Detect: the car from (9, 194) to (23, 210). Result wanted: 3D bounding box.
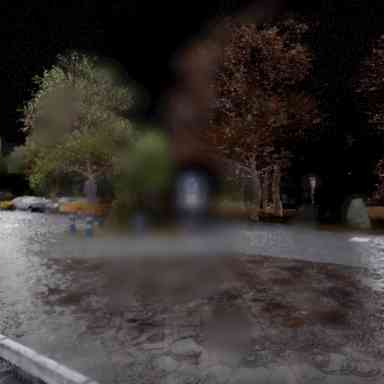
[{"bbox_3d":[-16.482,1.275,35.793,2.002,1.452,4.674,1,1,36],"label":"car"}]

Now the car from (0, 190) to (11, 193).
[{"bbox_3d":[-23.183,0.822,40.695,2.435,2.045,5.566,1,1,36],"label":"car"}]

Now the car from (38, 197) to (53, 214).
[{"bbox_3d":[-12.077,1.214,32.638,2.185,1.767,4.553,1,1,36],"label":"car"}]

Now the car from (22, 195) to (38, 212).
[{"bbox_3d":[-14.256,1.318,34.144,2.163,1.488,4.792,1,1,36],"label":"car"}]

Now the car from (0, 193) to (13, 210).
[{"bbox_3d":[-18.830,1.178,37.271,1.946,1.575,5.366,1,1,36],"label":"car"}]

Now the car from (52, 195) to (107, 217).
[{"bbox_3d":[-9.858,1.393,30.982,2.097,1.535,5.008,1,1,36],"label":"car"}]
